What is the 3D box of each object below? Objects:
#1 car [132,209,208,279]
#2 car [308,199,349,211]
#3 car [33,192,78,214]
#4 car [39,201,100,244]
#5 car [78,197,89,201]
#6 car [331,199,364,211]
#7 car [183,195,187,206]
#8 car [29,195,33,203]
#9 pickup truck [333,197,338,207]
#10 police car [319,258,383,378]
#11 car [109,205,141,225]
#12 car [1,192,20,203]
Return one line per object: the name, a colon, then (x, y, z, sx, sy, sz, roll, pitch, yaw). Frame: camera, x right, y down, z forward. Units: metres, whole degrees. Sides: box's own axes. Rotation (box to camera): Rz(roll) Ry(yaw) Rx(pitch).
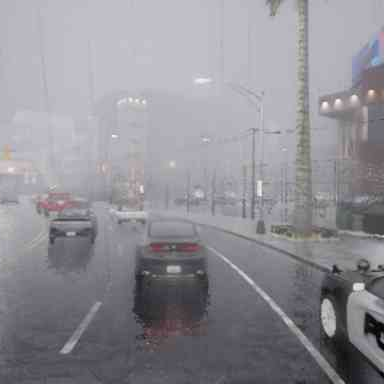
car: (-0.710, 1.491, 9.988, 1.837, 1.490, 4.892, 1, 0, -7)
car: (18.218, 1.697, 44.665, 2.002, 1.452, 4.674, 1, 0, -36)
car: (-12.240, 1.014, 29.493, 2.150, 2.045, 5.566, 1, 0, -34)
car: (-5.312, 1.400, 15.248, 2.128, 1.511, 4.902, 1, 0, -15)
car: (-12.196, 1.269, 35.307, 1.882, 1.535, 5.008, 1, 0, -35)
car: (22.193, 1.793, 47.605, 1.970, 1.475, 3.806, 1, 0, -36)
car: (-0.897, 1.222, 51.410, 2.185, 1.767, 4.553, 1, 0, -36)
car: (-24.009, 0.948, 51.910, 2.097, 1.767, 4.553, 1, 0, -36)
pickup truck: (15.019, 1.321, 28.826, 6.274, 2.098, 2.390, 1, 0, -36)
police car: (3.028, 1.471, 3.638, 1.930, 1.638, 5.238, 1, 0, 0)
car: (-4.561, 1.519, 23.278, 1.895, 1.301, 4.718, 1, 0, -23)
car: (-28.928, 1.081, 52.725, 1.994, 1.385, 4.181, 1, 0, -36)
